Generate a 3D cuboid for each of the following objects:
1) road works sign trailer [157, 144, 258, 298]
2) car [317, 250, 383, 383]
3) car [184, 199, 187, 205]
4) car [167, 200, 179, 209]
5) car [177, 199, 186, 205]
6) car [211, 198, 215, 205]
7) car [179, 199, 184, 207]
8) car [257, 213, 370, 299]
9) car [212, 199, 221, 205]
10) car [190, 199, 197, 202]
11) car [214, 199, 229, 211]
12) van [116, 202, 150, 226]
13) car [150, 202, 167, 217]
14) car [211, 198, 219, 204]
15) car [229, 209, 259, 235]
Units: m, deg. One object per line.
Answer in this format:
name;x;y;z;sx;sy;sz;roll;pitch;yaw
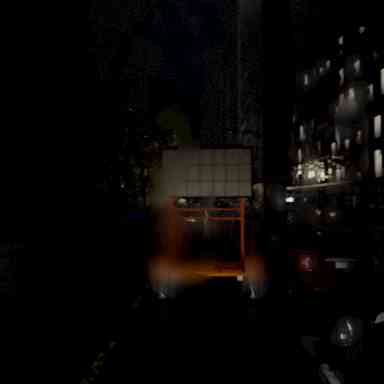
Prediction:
road works sign trailer;0.391;0.566;8.774;2.380;3.560;2.880;-1;-1;3
car;2.865;1.577;2.928;1.947;1.339;4.313;0;-1;2
car;-2.804;2.347;76.896;1.752;1.417;4.829;0;0;2
car;-3.632;2.165;54.350;1.887;1.381;4.507;0;-1;2
car;-2.590;2.421;82.745;2.008;1.369;4.403;0;0;2
car;5.159;2.192;65.381;1.887;1.381;4.507;0;0;2
car;-3.215;2.275;65.709;2.008;1.369;4.403;0;-1;2
car;3.073;1.517;8.606;1.967;1.590;4.097;0;-1;2
car;5.576;2.311;76.735;1.947;1.339;4.313;0;0;2
car;0.317;2.252;88.818;1.837;1.490;4.892;-1;0;2
car;4.534;2.071;48.349;1.802;1.307;4.206;0;-1;2
van;-4.676;1.680;25.959;1.690;1.788;3.998;0;-1;2
car;-4.258;2.037;37.314;1.802;1.307;4.206;0;-1;2
car;5.992;2.391;88.091;2.008;1.369;4.403;0;0;2
car;3.497;1.729;20.133;1.752;1.417;4.829;0;-1;2
